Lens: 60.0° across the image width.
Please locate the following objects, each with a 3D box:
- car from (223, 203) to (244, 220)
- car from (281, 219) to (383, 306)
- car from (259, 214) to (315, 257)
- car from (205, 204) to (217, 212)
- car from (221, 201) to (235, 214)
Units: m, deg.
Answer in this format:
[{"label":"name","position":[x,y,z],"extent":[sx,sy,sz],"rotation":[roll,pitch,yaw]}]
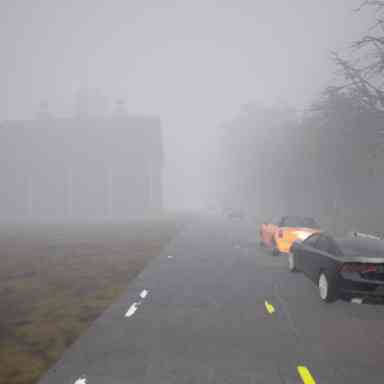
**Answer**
[{"label":"car","position":[4.906,2.390,37.998],"extent":[2.033,1.411,5.357],"rotation":[2,-1,4]},{"label":"car","position":[3.967,1.758,8.849],"extent":[1.882,1.535,5.008],"rotation":[2,-1,3]},{"label":"car","position":[4.323,1.745,14.813],"extent":[2.097,1.767,4.553],"rotation":[2,-1,3]},{"label":"car","position":[3.446,2.868,60.729],"extent":[1.994,1.385,4.181],"rotation":[2,-2,3]},{"label":"car","position":[5.749,2.408,52.843],"extent":[2.150,2.045,5.566],"rotation":[2,-1,3]}]
